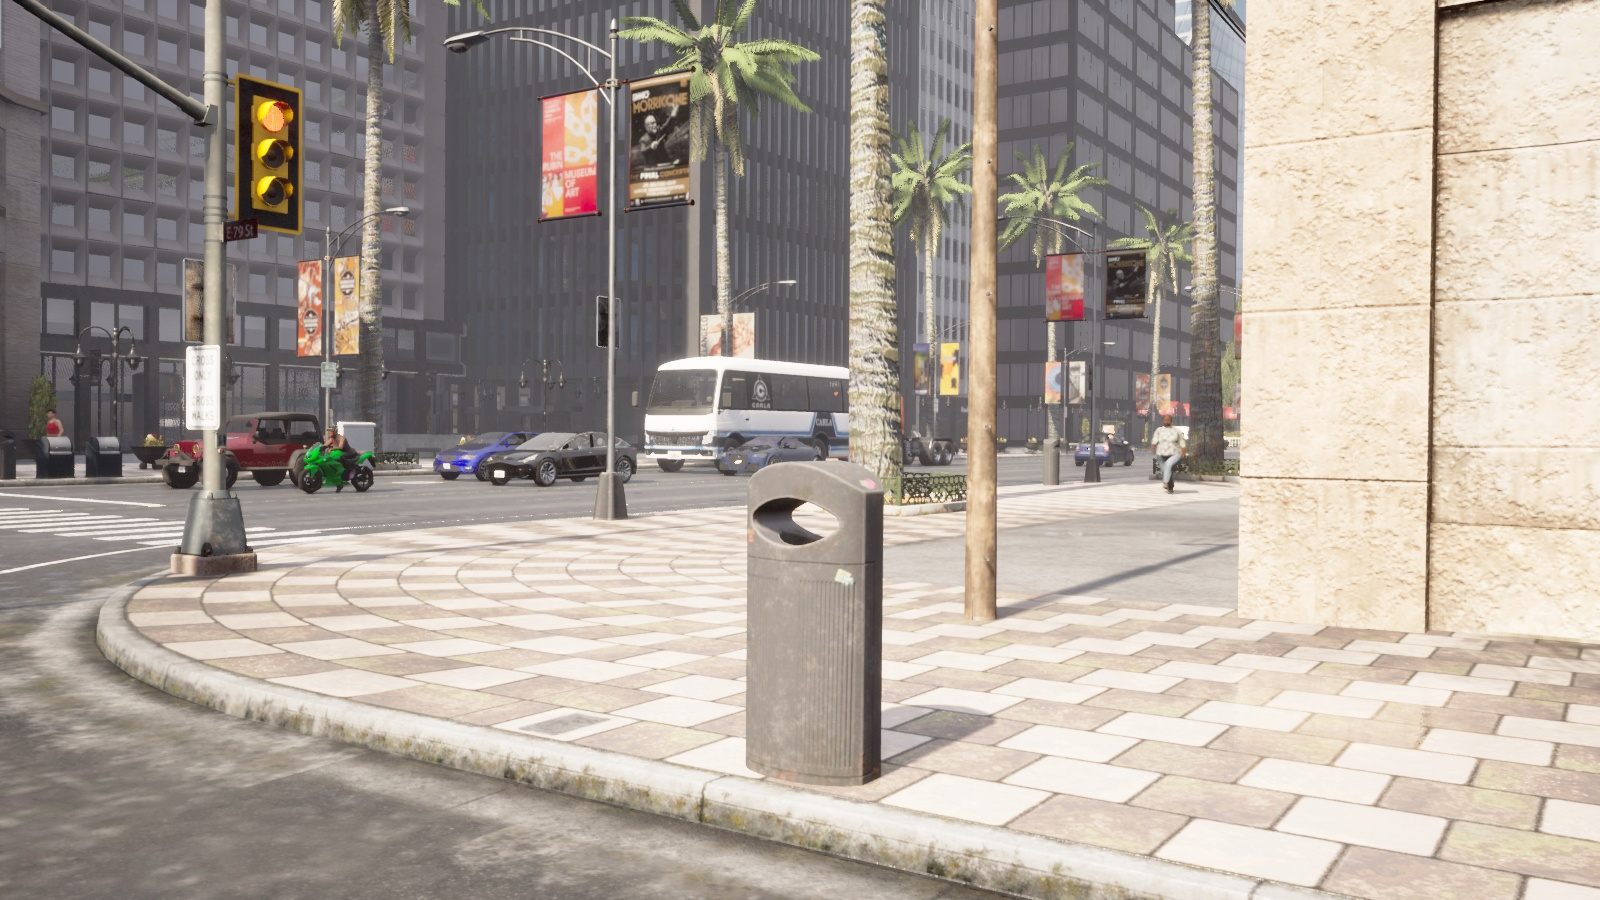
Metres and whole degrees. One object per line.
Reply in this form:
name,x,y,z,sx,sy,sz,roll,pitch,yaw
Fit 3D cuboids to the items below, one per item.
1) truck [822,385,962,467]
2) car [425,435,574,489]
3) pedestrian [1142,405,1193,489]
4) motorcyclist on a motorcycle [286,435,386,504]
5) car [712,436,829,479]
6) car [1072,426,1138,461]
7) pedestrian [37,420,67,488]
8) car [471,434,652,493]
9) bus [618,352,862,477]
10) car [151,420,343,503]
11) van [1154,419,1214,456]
truck,4.364,-1.074,57.412,2.891,3.462,7.936,0,1,33
car,-8.902,0.314,37.493,1.816,1.474,4.193,0,1,34
pedestrian,8.325,-0.076,28.437,0.874,1.855,0.900,0,1,33
motorcyclist on a motorcycle,-10.567,0.418,28.681,0.797,1.523,2.044,0,1,34
car,-0.953,0.215,43.117,1.994,1.385,4.181,0,1,33
car,14.725,-0.330,60.497,1.851,1.617,3.988,0,1,33
pedestrian,-20.358,0.106,34.195,0.345,1.836,0.594,0,1,20
car,-6.506,0.315,34.783,2.163,1.488,4.792,0,1,33
bus,-1.975,-1.281,47.871,3.944,4.253,10.273,0,1,34
car,-13.428,0.230,30.680,1.905,1.878,3.866,0,1,34
van,21.891,-0.720,71.510,2.069,2.038,4.480,0,1,33
